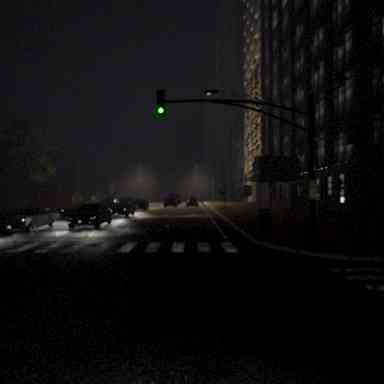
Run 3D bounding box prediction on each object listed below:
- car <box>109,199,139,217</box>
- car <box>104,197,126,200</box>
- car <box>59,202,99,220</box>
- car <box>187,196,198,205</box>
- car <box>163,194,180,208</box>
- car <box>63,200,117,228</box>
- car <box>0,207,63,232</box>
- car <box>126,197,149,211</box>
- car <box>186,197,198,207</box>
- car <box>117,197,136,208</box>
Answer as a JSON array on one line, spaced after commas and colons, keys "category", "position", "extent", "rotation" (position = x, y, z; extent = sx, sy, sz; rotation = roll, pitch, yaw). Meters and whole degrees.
[{"category": "car", "position": [-6.546, 1.595, 31.170], "extent": [1.895, 1.301, 4.718], "rotation": [0, 0, 1]}, {"category": "car", "position": [-9.737, 1.500, 39.310], "extent": [2.128, 1.511, 4.902], "rotation": [0, 0, 0]}, {"category": "car", "position": [-9.804, 1.594, 29.279], "extent": [1.895, 1.301, 4.718], "rotation": [0, 0, 1]}, {"category": "car", "position": [0.035, 1.556, 60.762], "extent": [1.882, 1.535, 5.008], "rotation": [0, 0, 0]}, {"category": "car", "position": [-3.221, 1.516, 50.344], "extent": [1.882, 1.535, 5.008], "rotation": [0, 0, 0]}, {"category": "car", "position": [-6.574, 1.493, 21.914], "extent": [1.837, 1.490, 4.892], "rotation": [0, 0, 0]}, {"category": "car", "position": [-9.830, 1.589, 20.113], "extent": [1.895, 1.301, 4.718], "rotation": [0, 0, 0]}, {"category": "car", "position": [-6.476, 1.505, 41.641], "extent": [2.128, 1.511, 4.902], "rotation": [0, 0, 0]}, {"category": "car", "position": [0.029, 1.586, 50.342], "extent": [2.033, 1.411, 5.357], "rotation": [0, 0, 0]}, {"category": "car", "position": [-9.721, 1.514, 49.584], "extent": [1.882, 1.535, 5.008], "rotation": [0, 0, 0]}]
